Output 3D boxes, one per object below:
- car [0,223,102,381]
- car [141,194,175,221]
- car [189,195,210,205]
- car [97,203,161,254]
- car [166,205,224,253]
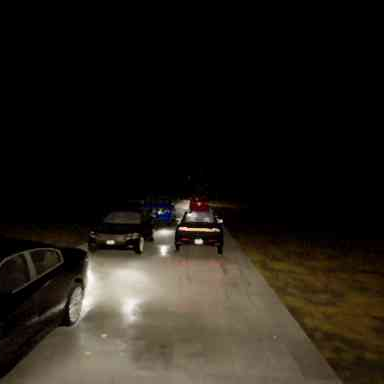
[{"bbox_3d":[-2.852,1.380,4.057,1.882,1.535,5.008,2,0,1],"label":"car"},{"bbox_3d":[-2.410,1.219,24.269,2.150,2.045,5.566,2,0,1],"label":"car"},{"bbox_3d":[0.800,1.412,37.343,2.150,2.045,5.566,2,0,1],"label":"car"},{"bbox_3d":[-2.652,1.422,13.585,1.882,1.535,5.008,2,0,1],"label":"car"},{"bbox_3d":[0.299,1.551,14.064,2.128,1.511,4.902,2,0,1],"label":"car"}]
